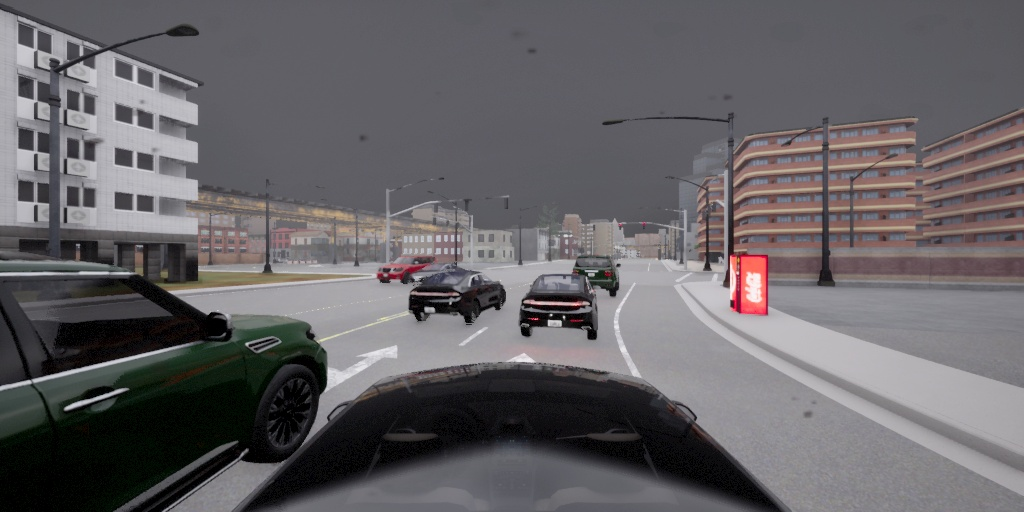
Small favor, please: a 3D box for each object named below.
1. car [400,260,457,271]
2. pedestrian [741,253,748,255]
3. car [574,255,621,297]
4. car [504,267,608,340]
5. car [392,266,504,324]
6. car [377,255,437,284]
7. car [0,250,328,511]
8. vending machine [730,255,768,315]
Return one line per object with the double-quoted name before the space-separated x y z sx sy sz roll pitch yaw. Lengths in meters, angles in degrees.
"car" -4.938 1.243 24.300 2.128 1.511 4.902 0 0 22
"pedestrian" 8.059 0.795 12.472 0.375 1.860 0.375 0 0 21
"car" 4.578 0.971 19.347 2.150 2.045 5.566 0 0 19
"car" 1.448 1.242 10.108 2.128 1.511 4.902 0 0 13
"car" -1.611 1.242 12.069 2.128 1.511 4.902 0 0 15
"car" -7.613 0.973 27.021 2.150 2.045 5.566 0 0 22
"car" -3.259 0.970 1.831 2.150 2.045 5.566 0 0 1
"vending machine" 7.825 0.945 11.853 1.100 2.100 0.880 0 0 20
